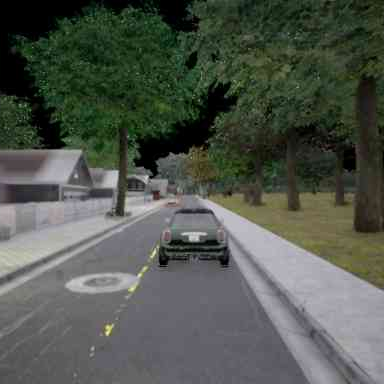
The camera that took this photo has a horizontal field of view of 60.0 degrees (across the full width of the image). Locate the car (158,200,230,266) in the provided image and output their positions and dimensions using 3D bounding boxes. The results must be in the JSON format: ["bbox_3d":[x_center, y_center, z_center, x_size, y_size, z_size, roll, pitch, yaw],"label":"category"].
[{"bbox_3d":[0.073,1.328,11.561,2.097,1.767,4.553,0,0,0],"label":"car"}]

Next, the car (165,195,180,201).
[{"bbox_3d":[-2.812,1.276,48.841,2.097,1.767,4.553,0,0,0],"label":"car"}]

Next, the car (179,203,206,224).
[{"bbox_3d":[0.073,1.555,25.539,1.895,1.301,4.718,0,0,0],"label":"car"}]
